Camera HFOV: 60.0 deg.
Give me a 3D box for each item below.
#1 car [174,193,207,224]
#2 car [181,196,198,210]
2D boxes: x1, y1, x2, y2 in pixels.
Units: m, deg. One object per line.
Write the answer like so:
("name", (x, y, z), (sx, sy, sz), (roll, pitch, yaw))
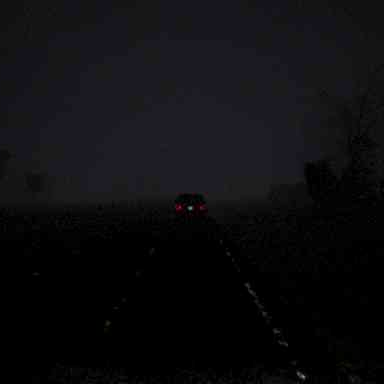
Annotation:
("car", (-0.119, 1.092, 23.426), (2.150, 2.045, 5.566), (0, 1, -1))
("car", (-0.290, 1.261, 40.647), (1.882, 1.535, 5.008), (0, 1, 0))
